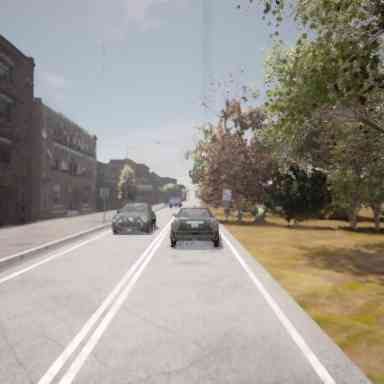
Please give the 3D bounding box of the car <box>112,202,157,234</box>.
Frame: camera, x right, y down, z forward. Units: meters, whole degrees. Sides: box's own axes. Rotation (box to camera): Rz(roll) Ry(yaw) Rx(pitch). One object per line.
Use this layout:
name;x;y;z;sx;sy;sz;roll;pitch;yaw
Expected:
car;-3.319;1.449;19.873;2.097;1.767;4.553;0;-1;0

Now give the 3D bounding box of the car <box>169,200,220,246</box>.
car;0.120;1.415;15.837;2.097;1.767;4.553;0;0;0

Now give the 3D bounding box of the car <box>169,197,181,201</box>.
car;-3.063;2.006;61.766;2.150;2.045;5.566;0;-1;1
